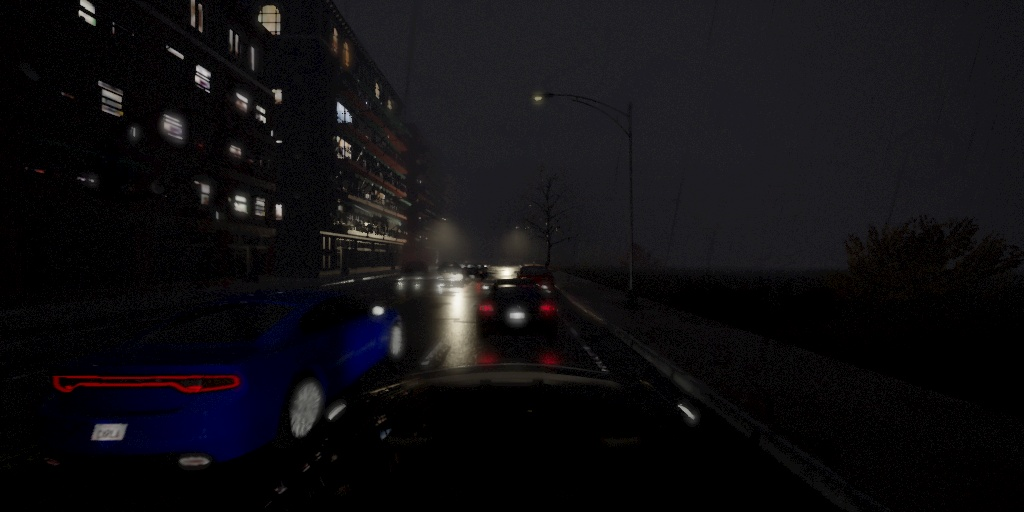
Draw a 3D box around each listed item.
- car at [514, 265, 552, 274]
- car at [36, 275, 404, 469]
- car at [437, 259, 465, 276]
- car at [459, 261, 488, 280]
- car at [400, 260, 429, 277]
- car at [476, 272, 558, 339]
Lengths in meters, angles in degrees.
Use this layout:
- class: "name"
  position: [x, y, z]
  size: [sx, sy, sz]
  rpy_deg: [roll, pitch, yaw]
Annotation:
- class: "car"
  position: [1.154, 1.230, 19.006]
  size: [1.882, 1.535, 5.008]
  rpy_deg: [0, 0, 0]
- class: "car"
  position: [-3.146, 1.228, 5.277]
  size: [1.882, 1.535, 5.008]
  rpy_deg: [0, 0, 0]
- class: "car"
  position: [-6.566, 1.243, 37.776]
  size: [2.128, 1.511, 4.902]
  rpy_deg: [0, 0, 0]
- class: "car"
  position: [-3.121, 1.353, 31.022]
  size: [1.895, 1.301, 4.718]
  rpy_deg: [0, 0, 0]
- class: "car"
  position: [-9.818, 1.230, 36.395]
  size: [1.882, 1.535, 5.008]
  rpy_deg: [0, 0, 0]
- class: "car"
  position: [0.111, 1.315, 10.086]
  size: [1.994, 1.385, 4.181]
  rpy_deg: [0, 0, 0]
